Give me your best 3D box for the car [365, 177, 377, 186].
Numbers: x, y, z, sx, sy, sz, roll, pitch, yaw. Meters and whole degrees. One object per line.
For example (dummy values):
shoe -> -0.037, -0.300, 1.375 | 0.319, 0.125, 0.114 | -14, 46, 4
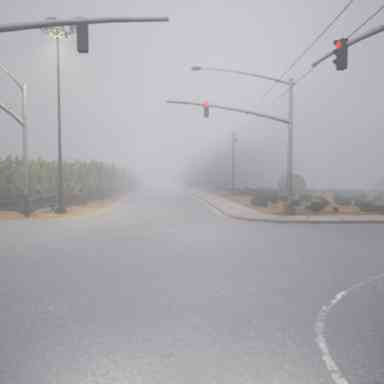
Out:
car -> 42.112, -2.398, 77.852 | 1.905, 1.878, 3.866 | 10, 10, 41
